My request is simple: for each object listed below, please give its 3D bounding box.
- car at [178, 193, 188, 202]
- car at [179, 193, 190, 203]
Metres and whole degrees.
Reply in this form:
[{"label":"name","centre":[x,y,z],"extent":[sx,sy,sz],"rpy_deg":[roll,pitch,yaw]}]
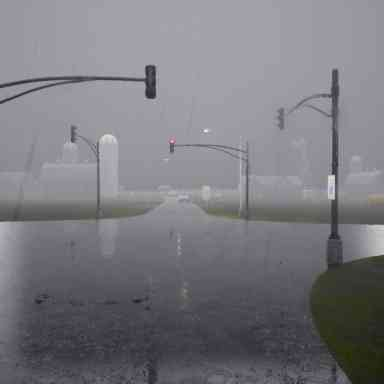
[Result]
[{"label":"car","centre":[-2.109,1.193,80.009],"extent":[2.150,2.045,5.566],"rpy_deg":[0,0,-4]},{"label":"car","centre":[-1.523,1.557,69.974],"extent":[1.812,1.442,4.674],"rpy_deg":[0,0,-3]}]
